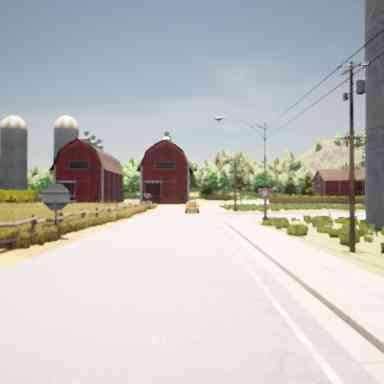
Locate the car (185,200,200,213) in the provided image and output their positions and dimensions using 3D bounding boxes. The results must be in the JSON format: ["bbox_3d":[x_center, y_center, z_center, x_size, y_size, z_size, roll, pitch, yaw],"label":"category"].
[{"bbox_3d":[0.047,1.976,44.634,1.882,1.535,5.008,0,-1,1],"label":"car"}]

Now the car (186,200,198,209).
[{"bbox_3d":[-0.005,2.153,59.171,2.128,1.511,4.902,0,0,0],"label":"car"}]
